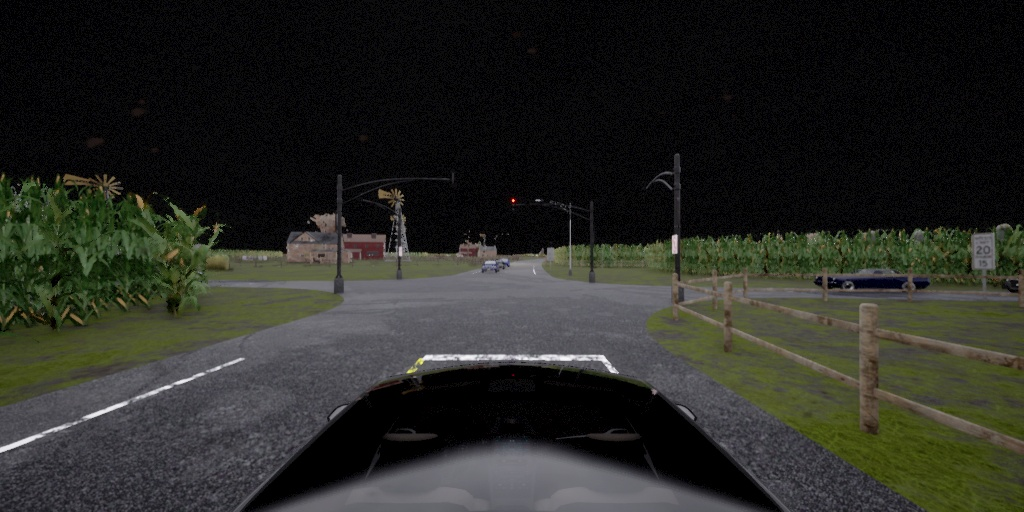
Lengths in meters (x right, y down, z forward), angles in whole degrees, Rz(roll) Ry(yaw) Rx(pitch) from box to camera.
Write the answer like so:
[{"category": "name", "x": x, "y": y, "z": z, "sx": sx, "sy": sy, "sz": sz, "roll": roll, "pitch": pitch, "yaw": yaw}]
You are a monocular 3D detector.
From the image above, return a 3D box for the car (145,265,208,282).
[{"category": "car", "x": -24.028, "y": 1.190, "z": 25.240, "sx": 4.902, "sy": 1.511, "sz": 2.128, "roll": 0, "pitch": -1, "yaw": 9}]

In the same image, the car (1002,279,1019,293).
[{"category": "car", "x": 29.349, "y": 1.373, "z": 19.028, "sx": 4.181, "sy": 1.385, "sz": 1.994, "roll": 0, "pitch": -1, "yaw": 10}]

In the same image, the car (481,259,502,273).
[{"category": "car", "x": -2.595, "y": 1.259, "z": 43.910, "sx": 1.812, "sy": 1.442, "sz": 4.674, "roll": 0, "pitch": 0, "yaw": 3}]

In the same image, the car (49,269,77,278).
[{"category": "car", "x": -34.004, "y": 1.286, "z": 26.918, "sx": 4.718, "sy": 1.301, "sz": 1.895, "roll": 0, "pitch": -1, "yaw": 9}]

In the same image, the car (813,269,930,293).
[{"category": "car", "x": 20.381, "y": 1.396, "z": 20.577, "sx": 4.718, "sy": 1.301, "sz": 1.895, "roll": 0, "pitch": -1, "yaw": 9}]

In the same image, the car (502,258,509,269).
[{"category": "car", "x": -2.065, "y": 1.289, "z": 53.917, "sx": 1.994, "sy": 1.385, "sz": 4.181, "roll": 0, "pitch": 0, "yaw": 5}]
